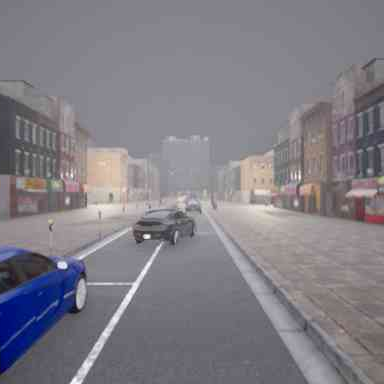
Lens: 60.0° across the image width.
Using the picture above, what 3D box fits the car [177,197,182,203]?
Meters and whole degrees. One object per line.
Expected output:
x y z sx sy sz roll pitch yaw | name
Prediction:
-2.583 1.718 43.227 1.752 1.417 4.829 0 0 0 | car

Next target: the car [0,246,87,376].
-3.009 1.492 4.662 1.882 1.535 5.008 0 0 0 | car

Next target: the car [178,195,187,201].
-2.548 1.928 75.185 1.752 1.417 4.829 0 0 0 | car

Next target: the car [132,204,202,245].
-1.168 1.561 15.932 1.837 1.490 4.892 1 0 16 | car

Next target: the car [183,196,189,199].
0.079 1.703 48.775 1.882 1.535 5.008 0 0 0 | car

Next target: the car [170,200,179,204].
-2.595 1.677 32.409 1.887 1.381 4.507 0 0 0 | car

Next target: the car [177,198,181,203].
-2.589 1.707 37.904 1.887 1.381 4.507 0 0 0 | car

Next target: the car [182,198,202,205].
0.137 1.690 38.217 1.812 1.442 4.674 0 0 0 | car

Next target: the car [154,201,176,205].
-2.601 1.656 26.915 2.008 1.369 4.403 0 0 0 | car
